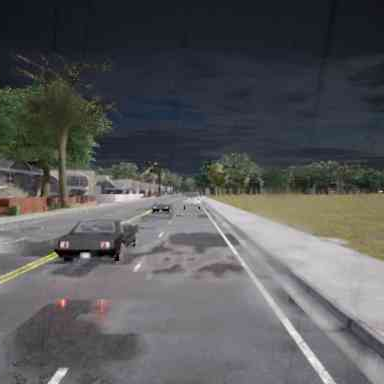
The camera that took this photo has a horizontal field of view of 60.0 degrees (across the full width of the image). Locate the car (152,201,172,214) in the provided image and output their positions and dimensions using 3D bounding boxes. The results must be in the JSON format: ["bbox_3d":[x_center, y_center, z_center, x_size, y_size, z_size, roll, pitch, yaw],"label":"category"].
[{"bbox_3d":[-3.164,1.600,35.872,1.895,1.301,4.718,0,0,0],"label":"car"}]

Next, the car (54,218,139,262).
[{"bbox_3d":[-3.157,1.601,12.099,1.895,1.301,4.718,0,0,0],"label":"car"}]

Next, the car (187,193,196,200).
[{"bbox_3d":[-0.036,1.119,82.793,2.128,1.511,4.902,0,0,0],"label":"car"}]

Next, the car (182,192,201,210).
[{"bbox_3d":[-0.017,1.030,41.928,2.150,2.045,5.566,0,0,0],"label":"car"}]
